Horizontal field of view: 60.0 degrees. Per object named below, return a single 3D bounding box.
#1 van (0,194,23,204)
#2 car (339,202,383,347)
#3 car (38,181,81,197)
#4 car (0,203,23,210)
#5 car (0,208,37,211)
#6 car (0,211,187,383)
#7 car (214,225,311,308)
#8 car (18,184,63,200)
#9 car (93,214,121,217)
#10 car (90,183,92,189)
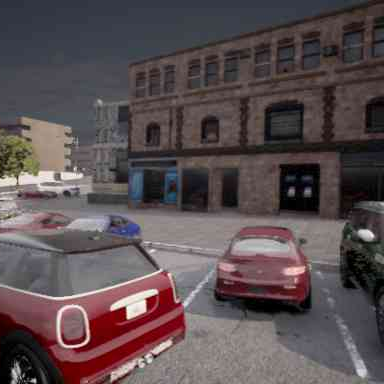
[{"bbox_3d":[-10.794,1.224,16.249,1.878,1.987,4.442,1,-1,13],"label":"van"},{"bbox_3d":[4.187,1.227,6.099,2.435,2.045,5.566,1,-1,15],"label":"car"},{"bbox_3d":[-17.379,-0.421,43.079,5.566,2.045,2.435,1,6,8],"label":"car"},{"bbox_3d":[-8.250,1.457,14.698,2.231,1.521,4.892,1,-1,13],"label":"car"},{"bbox_3d":[-5.751,1.500,13.005,2.002,1.452,4.674,0,-1,14],"label":"car"},{"bbox_3d":[-2.368,1.344,4.990,4.553,1.767,2.097,0,0,35],"label":"car"},{"bbox_3d":[1.713,1.514,7.867,2.002,1.452,4.674,0,-1,15],"label":"car"},{"bbox_3d":[-18.792,0.157,40.442,4.674,1.452,2.002,1,6,7],"label":"car"},{"bbox_3d":[-3.246,1.505,11.311,2.002,1.452,4.674,1,-1,14],"label":"car"},{"bbox_3d":[-13.228,-1.034,51.105,4.892,1.521,2.231,1,6,8],"label":"car"}]
